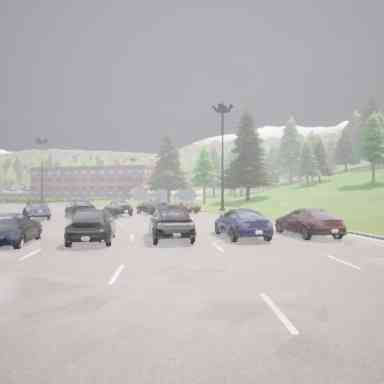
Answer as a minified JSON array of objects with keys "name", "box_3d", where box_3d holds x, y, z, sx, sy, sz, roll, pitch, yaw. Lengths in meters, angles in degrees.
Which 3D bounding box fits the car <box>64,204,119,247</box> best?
[{"name":"car","box_3d":[-4.471,1.516,14.988,1.837,1.490,4.892,0,0,-10]}]

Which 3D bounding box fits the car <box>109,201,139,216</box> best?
[{"name":"car","box_3d":[-6.992,1.533,31.351,1.812,1.442,4.674,0,0,-31]}]

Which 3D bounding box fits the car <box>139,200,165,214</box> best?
[{"name":"car","box_3d":[-4.001,1.495,33.168,2.128,1.511,4.902,0,0,-31]}]

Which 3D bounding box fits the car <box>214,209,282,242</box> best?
[{"name":"car","box_3d":[2.418,1.533,16.230,1.812,1.442,4.674,0,0,-10]}]

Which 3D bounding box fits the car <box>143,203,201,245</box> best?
[{"name":"car","box_3d":[-1.027,1.495,15.609,2.128,1.511,4.902,0,0,-10]}]

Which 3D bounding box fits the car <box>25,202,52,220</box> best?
[{"name":"car","box_3d":[-12.975,1.563,27.716,2.033,1.411,5.357,0,0,-31]}]

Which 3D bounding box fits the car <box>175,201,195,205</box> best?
[{"name":"car","box_3d":[-1.025,1.616,35.011,1.895,1.301,4.718,0,0,-31]}]

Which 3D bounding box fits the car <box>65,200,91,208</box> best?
[{"name":"car","box_3d":[-9.983,1.485,29.533,1.882,1.535,5.008,0,0,-31]}]

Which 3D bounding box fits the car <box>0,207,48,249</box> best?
[{"name":"car","box_3d":[-7.915,1.572,14.366,1.994,1.385,4.181,0,0,-10]}]

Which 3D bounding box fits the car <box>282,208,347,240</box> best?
[{"name":"car","box_3d":[5.862,1.533,16.852,1.812,1.442,4.674,0,0,-10]}]
